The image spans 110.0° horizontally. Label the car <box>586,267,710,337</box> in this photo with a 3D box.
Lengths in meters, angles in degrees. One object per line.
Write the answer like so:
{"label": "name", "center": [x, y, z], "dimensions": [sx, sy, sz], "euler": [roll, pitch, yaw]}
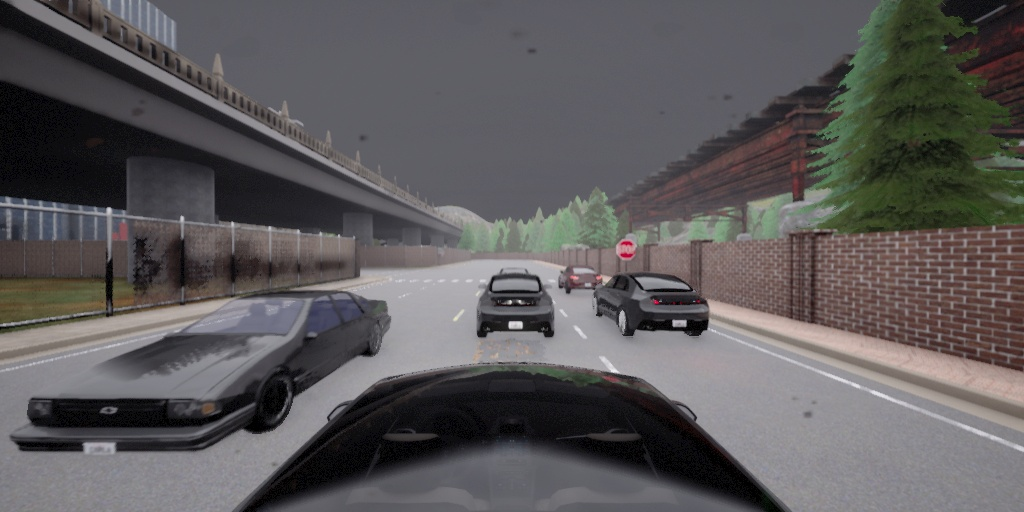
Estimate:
{"label": "car", "center": [3.603, 1.215, 10.130], "dimensions": [1.837, 1.490, 4.892], "euler": [0, 0, 0]}

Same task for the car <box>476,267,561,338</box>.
{"label": "car", "center": [0.092, 1.217, 10.065], "dimensions": [1.837, 1.490, 4.892], "euler": [0, 0, 0]}

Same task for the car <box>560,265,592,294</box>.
{"label": "car", "center": [3.628, 1.195, 19.377], "dimensions": [1.812, 1.442, 4.674], "euler": [0, 0, 0]}

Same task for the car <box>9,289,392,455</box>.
{"label": "car", "center": [-3.596, 1.279, 5.787], "dimensions": [2.033, 1.411, 5.357], "euler": [0, 0, 0]}
